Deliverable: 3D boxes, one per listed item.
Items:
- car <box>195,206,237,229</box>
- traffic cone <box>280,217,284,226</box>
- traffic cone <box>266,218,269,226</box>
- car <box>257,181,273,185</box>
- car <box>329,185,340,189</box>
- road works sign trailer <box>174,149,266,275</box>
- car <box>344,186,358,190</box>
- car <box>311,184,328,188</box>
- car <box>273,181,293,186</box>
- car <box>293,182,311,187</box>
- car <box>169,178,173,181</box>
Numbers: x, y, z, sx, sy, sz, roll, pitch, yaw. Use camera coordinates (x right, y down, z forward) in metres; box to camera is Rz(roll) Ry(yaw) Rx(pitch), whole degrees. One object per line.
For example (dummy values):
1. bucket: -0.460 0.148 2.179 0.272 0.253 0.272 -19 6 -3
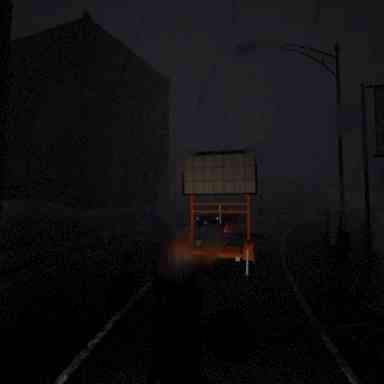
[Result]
1. car: 1.833 1.734 23.668 1.812 1.442 4.674 -2 -2 25
2. traffic cone: 6.121 2.032 22.700 0.340 0.580 0.340 -2 -1 17
3. traffic cone: 5.169 2.063 22.988 0.340 0.580 0.340 -2 -1 16
4. car: 14.335 -1.700 71.983 4.674 1.452 2.002 2 -5 -24
5. car: 34.245 -0.886 82.024 4.674 1.452 2.002 3 -5 -29
6. road works sign trailer: 0.922 0.487 10.660 2.380 3.560 2.880 -1 0 17
7. car: 38.946 -0.704 84.718 4.892 1.521 2.231 3 -5 -30
8. car: 29.401 -1.110 79.388 4.792 1.488 2.163 2 -5 -27
9. car: 19.365 -1.551 74.320 5.008 1.535 2.097 2 -5 -25
10. car: 24.321 -1.479 76.761 4.553 1.767 2.185 2 -5 -26
11. car: -5.942 -2.458 63.455 4.553 1.767 2.185 1 -5 -23
